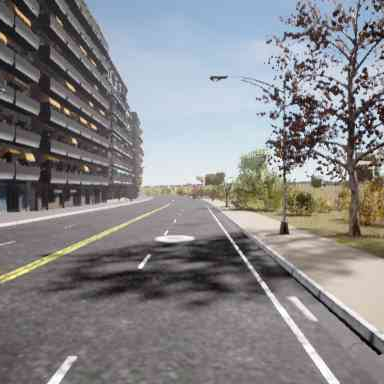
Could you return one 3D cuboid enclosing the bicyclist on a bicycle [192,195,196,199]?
[{"bbox_3d":[0.863,1.502,90.601,0.582,1.620,1.656,-1,0,-3],"label":"bicyclist on a bicycle"}]
